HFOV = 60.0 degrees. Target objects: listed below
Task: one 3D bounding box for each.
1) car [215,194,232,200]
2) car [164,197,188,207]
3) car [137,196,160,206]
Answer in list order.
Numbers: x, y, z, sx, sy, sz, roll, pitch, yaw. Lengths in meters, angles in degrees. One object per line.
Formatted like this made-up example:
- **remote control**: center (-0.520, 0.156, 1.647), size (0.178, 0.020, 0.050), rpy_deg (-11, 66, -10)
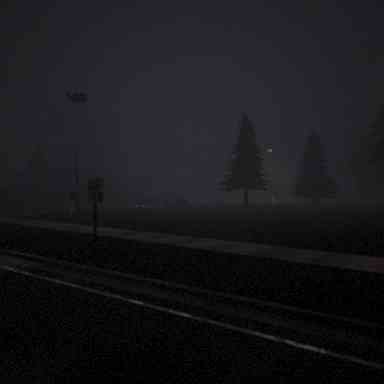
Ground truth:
- **car**: center (6.459, 1.079, 67.803), size (2.097, 1.767, 4.553), rpy_deg (0, 0, 35)
- **car**: center (-2.610, 1.587, 54.956), size (1.882, 1.535, 5.008), rpy_deg (0, 0, 35)
- **car**: center (-7.806, 1.483, 59.711), size (2.097, 1.767, 4.553), rpy_deg (0, 0, 35)
